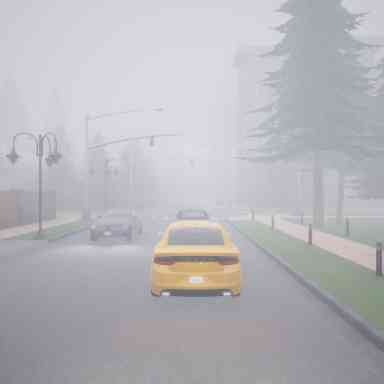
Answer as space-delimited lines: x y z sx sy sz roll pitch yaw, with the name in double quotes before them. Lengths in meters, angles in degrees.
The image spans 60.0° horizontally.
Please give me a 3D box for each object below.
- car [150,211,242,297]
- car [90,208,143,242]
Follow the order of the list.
"car" 0.078 1.478 8.636 1.882 1.535 5.008 0 0 0
"car" -3.604 1.525 16.577 1.812 1.442 4.674 0 0 0
